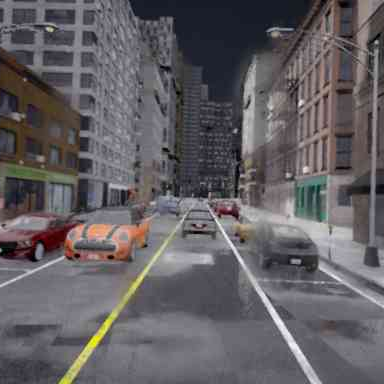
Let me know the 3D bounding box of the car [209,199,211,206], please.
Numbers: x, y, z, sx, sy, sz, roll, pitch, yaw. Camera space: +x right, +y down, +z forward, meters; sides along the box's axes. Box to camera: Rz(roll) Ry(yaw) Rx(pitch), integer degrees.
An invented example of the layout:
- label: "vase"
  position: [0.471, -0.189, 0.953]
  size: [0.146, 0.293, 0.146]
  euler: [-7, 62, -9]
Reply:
- label: "car"
  position: [4.024, 2.136, 50.841]
  size: [1.802, 1.307, 4.206]
  euler: [3, 0, 2]

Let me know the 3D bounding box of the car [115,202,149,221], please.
- label: "car"
  position: [-5.072, 1.621, 28.636]
  size: [1.947, 1.339, 4.313]
  euler: [3, 0, 2]

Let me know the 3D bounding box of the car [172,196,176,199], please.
- label: "car"
  position: [-4.341, 1.742, 56.674]
  size: [1.967, 1.590, 4.097]
  euler: [3, 0, 2]

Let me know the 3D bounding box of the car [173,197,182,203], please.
- label: "car"
  position: [-3.620, 2.080, 84.709]
  size: [1.887, 1.381, 4.507]
  euler: [3, 0, 2]

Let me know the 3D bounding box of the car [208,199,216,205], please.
- label: "car"
  position: [4.750, 2.372, 78.878]
  size: [1.802, 1.307, 4.206]
  euler: [3, 0, 2]

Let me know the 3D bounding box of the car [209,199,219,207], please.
- label: "car"
  position: [4.461, 2.242, 67.663]
  size: [1.887, 1.381, 4.507]
  euler: [3, 0, 2]

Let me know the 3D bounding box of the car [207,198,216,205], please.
- label: "car"
  position: [4.897, 2.380, 84.485]
  size: [1.887, 1.381, 4.507]
  euler: [3, 0, 2]

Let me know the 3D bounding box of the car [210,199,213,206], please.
- label: "car"
  position: [3.881, 2.050, 45.234]
  size: [1.887, 1.381, 4.507]
  euler: [3, 0, 2]

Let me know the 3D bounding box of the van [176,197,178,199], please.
- label: "van"
  position: [-4.191, 1.691, 62.281]
  size: [1.690, 1.788, 3.998]
  euler: [3, 0, 2]

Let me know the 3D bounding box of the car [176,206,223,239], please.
- label: "car"
  position: [0.423, 1.718, 18.760]
  size: [2.033, 1.411, 5.357]
  euler: [2, 0, 2]

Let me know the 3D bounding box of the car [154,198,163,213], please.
- label: "car"
  position: [-4.783, 1.737, 39.850]
  size: [1.802, 1.307, 4.206]
  euler: [3, 0, 2]

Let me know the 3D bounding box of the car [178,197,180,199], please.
- label: "car"
  position: [-4.056, 1.947, 67.888]
  size: [2.008, 1.369, 4.403]
  euler: [3, 0, 2]

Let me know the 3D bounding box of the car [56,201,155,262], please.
- label: "car"
  position: [-2.837, 1.353, 12.108]
  size: [2.097, 1.767, 4.553]
  euler: [2, -1, 2]

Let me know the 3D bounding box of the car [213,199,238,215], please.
- label: "car"
  position: [3.602, 1.721, 34.022]
  size: [2.192, 1.841, 5.009]
  euler: [3, 0, 2]

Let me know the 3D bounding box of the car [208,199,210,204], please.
- label: "car"
  position: [4.315, 2.216, 62.056]
  size: [1.947, 1.339, 4.313]
  euler: [3, 0, 2]

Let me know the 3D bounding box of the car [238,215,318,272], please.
- label: "car"
  position: [3.011, 1.755, 11.590]
  size: [2.008, 1.369, 4.403]
  euler: [3, 0, 2]

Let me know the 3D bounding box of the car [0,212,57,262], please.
- label: "car"
  position: [-5.506, 1.448, 11.814]
  size: [1.887, 1.381, 4.507]
  euler: [3, 0, 2]

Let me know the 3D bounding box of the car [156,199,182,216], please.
- label: "car"
  position: [-2.163, 1.755, 34.812]
  size: [2.033, 1.411, 5.357]
  euler: [2, 0, 2]

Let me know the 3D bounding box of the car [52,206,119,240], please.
- label: "car"
  position: [-5.362, 1.520, 17.422]
  size: [1.947, 1.339, 4.313]
  euler: [3, 0, 2]

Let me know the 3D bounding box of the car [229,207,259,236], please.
- label: "car"
  position: [3.161, 1.782, 17.369]
  size: [1.752, 1.417, 4.829]
  euler: [3, 0, 2]

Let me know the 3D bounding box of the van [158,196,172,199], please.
- label: "van"
  position: [-4.481, 1.595, 51.067]
  size: [1.690, 1.788, 3.998]
  euler: [3, 0, 2]
